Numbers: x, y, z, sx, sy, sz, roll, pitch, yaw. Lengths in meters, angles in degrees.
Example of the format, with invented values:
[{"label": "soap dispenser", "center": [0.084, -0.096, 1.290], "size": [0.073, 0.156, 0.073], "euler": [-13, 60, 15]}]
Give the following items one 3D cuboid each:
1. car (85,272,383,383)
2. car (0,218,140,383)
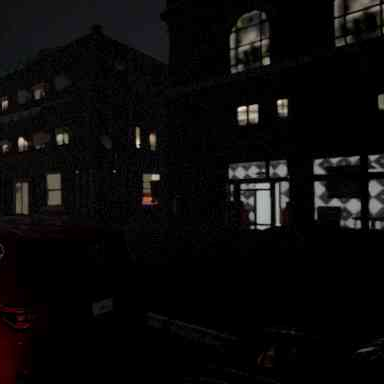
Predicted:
[{"label": "car", "center": [1.556, 1.440, 1.782], "size": [4.097, 1.590, 1.967], "euler": [0, -1, 36]}, {"label": "car", "center": [-2.902, 1.315, 4.966], "size": [5.009, 1.841, 2.192], "euler": [0, -1, 36]}]
